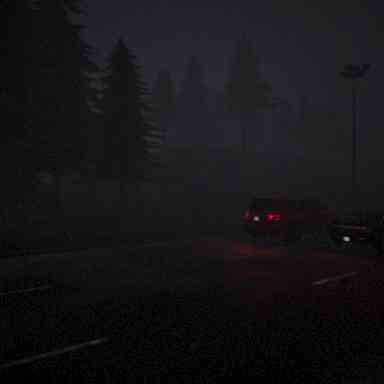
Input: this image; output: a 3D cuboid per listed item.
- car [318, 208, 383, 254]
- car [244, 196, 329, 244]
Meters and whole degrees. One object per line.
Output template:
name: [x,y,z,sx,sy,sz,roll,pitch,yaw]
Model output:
car: [7.609,1.492,13.494,4.902,1.511,2.128,0,0,-35]
car: [4.992,1.224,15.934,5.566,2.045,2.150,0,0,-35]
